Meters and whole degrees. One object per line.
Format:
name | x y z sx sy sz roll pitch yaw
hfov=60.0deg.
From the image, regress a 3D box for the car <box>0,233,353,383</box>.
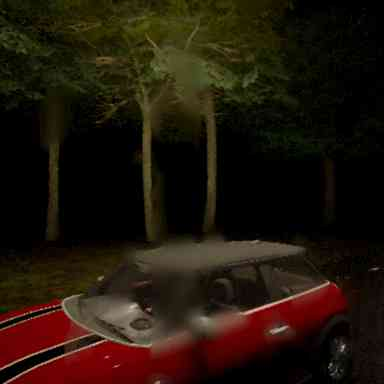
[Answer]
car | -0.169 1.444 3.738 4.553 1.767 2.097 1 -2 -39
